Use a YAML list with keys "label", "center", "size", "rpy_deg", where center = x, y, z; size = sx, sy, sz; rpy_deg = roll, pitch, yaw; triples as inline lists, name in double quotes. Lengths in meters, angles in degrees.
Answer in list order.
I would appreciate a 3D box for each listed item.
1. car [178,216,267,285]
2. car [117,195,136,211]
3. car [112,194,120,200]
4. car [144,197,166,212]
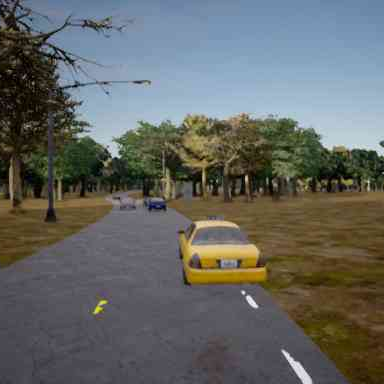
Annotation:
- label: "car"
  center: [0.584, 1.437, 9.388]
  size: [1.801, 1.575, 5.366]
  rpy_deg: [0, 0, -4]
- label: "car"
  center: [-7.619, 1.403, 39.569]
  size: [1.812, 1.442, 4.674]
  rpy_deg: [0, 0, -11]
- label: "car"
  center: [-17.247, 1.144, 76.305]
  size: [2.033, 1.411, 5.357]
  rpy_deg: [0, 1, -17]
- label: "car"
  center: [-4.057, 1.357, 37.889]
  size: [1.882, 1.535, 5.008]
  rpy_deg: [0, 0, -11]
